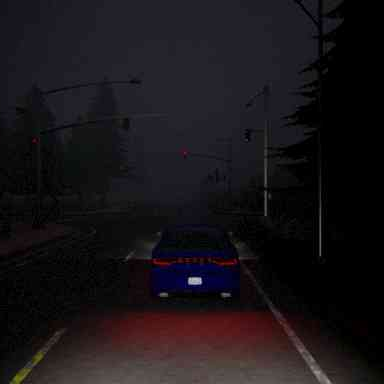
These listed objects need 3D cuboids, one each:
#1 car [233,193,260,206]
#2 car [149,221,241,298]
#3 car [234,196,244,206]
[{"bbox_3d":[8.545,1.146,52.022,3.866,1.878,1.905,0,0,0],"label":"car"},{"bbox_3d":[0.079,1.478,8.558,1.882,1.535,5.008,0,0,1],"label":"car"},{"bbox_3d":[8.954,1.144,49.511,4.605,1.855,1.932,0,0,0],"label":"car"}]
